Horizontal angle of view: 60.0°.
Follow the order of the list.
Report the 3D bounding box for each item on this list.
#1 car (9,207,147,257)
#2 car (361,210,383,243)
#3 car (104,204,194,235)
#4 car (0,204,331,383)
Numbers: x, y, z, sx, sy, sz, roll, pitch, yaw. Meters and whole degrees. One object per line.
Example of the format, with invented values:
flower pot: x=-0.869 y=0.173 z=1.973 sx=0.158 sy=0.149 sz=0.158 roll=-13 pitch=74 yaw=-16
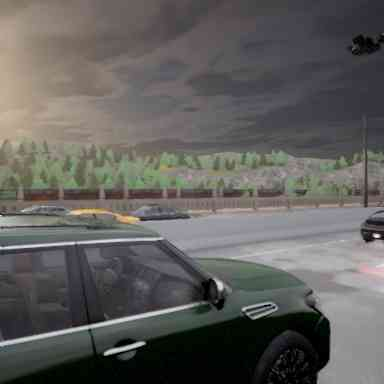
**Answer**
car: x=-4.538 y=1.477 z=13.651 sx=5.008 sy=1.535 sz=1.882 roll=0 pitch=0 yaw=-35
car: x=9.376 y=1.506 z=14.736 sx=4.892 sy=1.490 sz=1.837 roll=0 pitch=0 yaw=-36
car: x=-2.429 y=1.505 z=19.452 sx=4.892 sy=1.490 sz=1.837 roll=0 pitch=0 yaw=-35
car: x=-1.123 y=1.221 z=2.945 sx=5.566 sy=2.045 sz=2.150 roll=0 pitch=0 yaw=-35
